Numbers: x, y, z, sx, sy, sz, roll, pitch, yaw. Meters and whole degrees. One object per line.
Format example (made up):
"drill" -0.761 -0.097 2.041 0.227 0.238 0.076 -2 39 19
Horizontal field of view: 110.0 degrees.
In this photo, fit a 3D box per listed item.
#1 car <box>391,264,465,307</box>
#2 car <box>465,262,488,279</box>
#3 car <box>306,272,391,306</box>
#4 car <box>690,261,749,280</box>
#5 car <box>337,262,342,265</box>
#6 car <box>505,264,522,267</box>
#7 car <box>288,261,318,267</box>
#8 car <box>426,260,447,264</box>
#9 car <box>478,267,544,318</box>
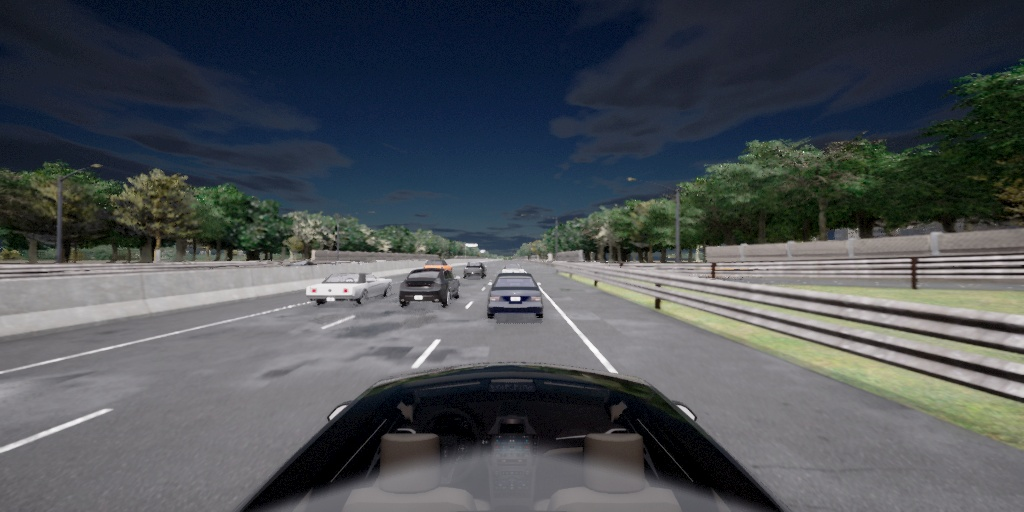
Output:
"car" -3.399 1.266 15.474 1.837 1.490 4.892 0 0 0
"car" -3.399 1.291 33.684 2.128 1.511 4.902 0 0 0
"car" -6.899 1.363 15.890 1.895 1.301 4.718 0 0 0
"car" 18.054 1.247 31.456 1.882 1.535 5.008 0 -2 -20
"car" -20.999 1.439 43.748 1.895 1.301 4.718 0 0 0
"car" 0.095 1.396 32.167 1.895 1.301 4.718 0 0 0
"car" -24.517 1.354 42.091 1.812 1.442 4.674 0 0 0
"car" -6.899 1.151 33.438 2.097 1.767 4.553 0 0 0
"car" 0.101 1.306 13.019 2.033 1.411 5.357 0 0 0
